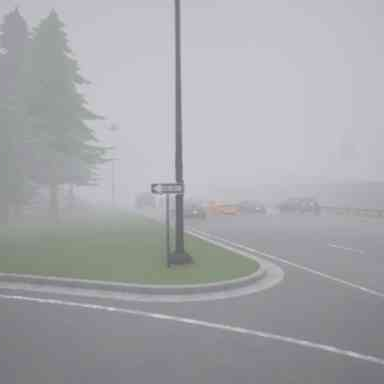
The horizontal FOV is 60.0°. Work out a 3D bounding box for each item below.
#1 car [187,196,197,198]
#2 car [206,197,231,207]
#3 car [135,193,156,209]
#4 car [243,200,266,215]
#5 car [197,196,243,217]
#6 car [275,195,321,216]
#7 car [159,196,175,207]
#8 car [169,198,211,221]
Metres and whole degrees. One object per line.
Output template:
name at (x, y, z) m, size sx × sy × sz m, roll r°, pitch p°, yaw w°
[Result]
car at (0.019, 1.331, 48.161) m, size 2.128 × 1.511 × 4.902 m, roll -1°, pitch 0°, yaw -18°
car at (3.802, 1.404, 47.840) m, size 1.895 × 1.301 × 4.718 m, roll -1°, pitch 0°, yaw -18°
car at (-6.433, 1.133, 45.358) m, size 2.150 × 2.045 × 5.566 m, roll -1°, pitch 0°, yaw -18°
car at (5.322, 1.405, 31.728) m, size 1.994 × 1.385 × 4.181 m, roll -1°, pitch 0°, yaw -18°
car at (2.314, 1.355, 29.656) m, size 1.882 × 1.535 × 5.008 m, roll -1°, pitch 0°, yaw -18°
car at (9.499, 1.157, 30.180) m, size 2.097 × 1.767 × 4.553 m, roll -1°, pitch 0°, yaw -18°
car at (-3.345, 1.380, 47.194) m, size 1.837 × 1.490 × 4.892 m, roll -1°, pitch 0°, yaw -18°
car at (-0.388, 1.477, 26.635) m, size 1.994 × 1.385 × 4.181 m, roll -1°, pitch 0°, yaw -18°
